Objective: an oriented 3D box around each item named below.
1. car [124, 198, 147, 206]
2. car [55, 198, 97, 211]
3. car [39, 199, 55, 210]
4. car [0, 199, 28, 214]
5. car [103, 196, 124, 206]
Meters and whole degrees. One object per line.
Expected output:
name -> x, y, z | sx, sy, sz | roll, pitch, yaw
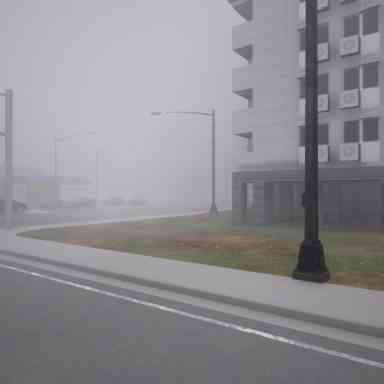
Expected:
car -> -8.982, 1.601, 54.507 | 1.895, 1.301, 4.718 | 0, 0, 11
car -> -14.045, 1.491, 41.624 | 2.128, 1.511, 4.902 | 0, 0, 29
car -> -17.403, 1.564, 42.769 | 1.994, 1.385, 4.181 | 0, 0, 31
car -> -19.373, 1.478, 33.718 | 1.882, 1.535, 5.008 | 0, 0, 36
car -> -12.660, 1.478, 54.068 | 1.882, 1.535, 5.008 | 0, 0, 13
